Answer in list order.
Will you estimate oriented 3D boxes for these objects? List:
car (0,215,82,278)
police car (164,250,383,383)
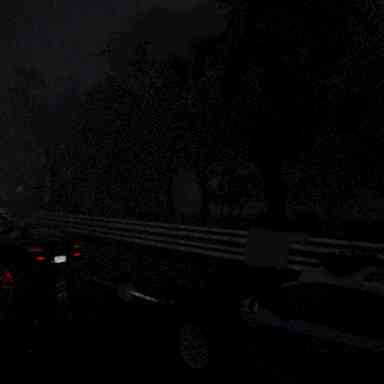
[{"bbox_3d":[-5.245,1.690,10.770,4.674,1.442,1.812,0,-2,45],"label":"car"},{"bbox_3d":[1.731,1.550,3.937,5.238,1.638,1.930,0,-2,44],"label":"police car"}]
